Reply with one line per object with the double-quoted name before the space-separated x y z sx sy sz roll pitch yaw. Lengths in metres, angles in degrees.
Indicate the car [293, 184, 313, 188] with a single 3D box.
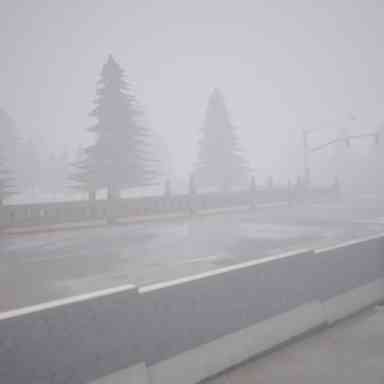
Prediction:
"car" 17.135 -0.469 51.971 1.812 1.442 4.674 -4 2 -35
